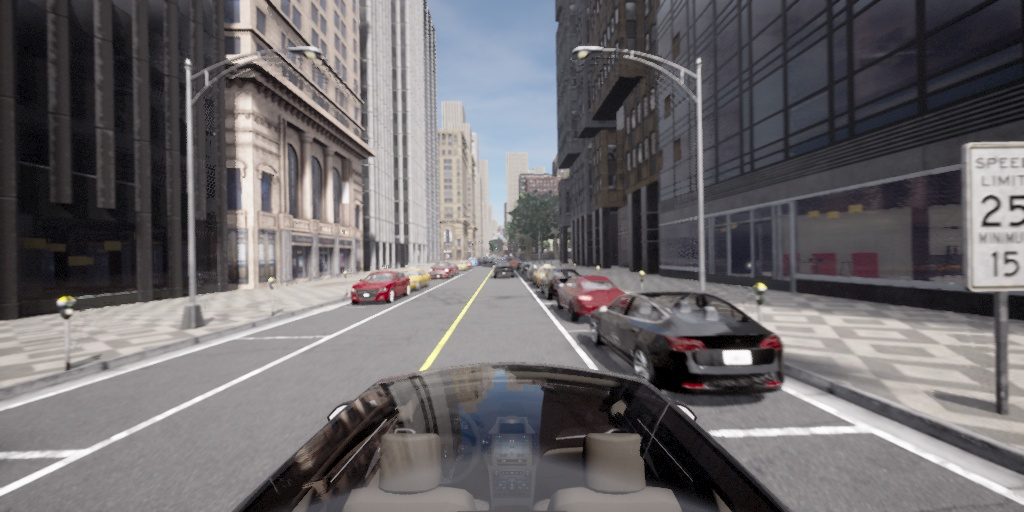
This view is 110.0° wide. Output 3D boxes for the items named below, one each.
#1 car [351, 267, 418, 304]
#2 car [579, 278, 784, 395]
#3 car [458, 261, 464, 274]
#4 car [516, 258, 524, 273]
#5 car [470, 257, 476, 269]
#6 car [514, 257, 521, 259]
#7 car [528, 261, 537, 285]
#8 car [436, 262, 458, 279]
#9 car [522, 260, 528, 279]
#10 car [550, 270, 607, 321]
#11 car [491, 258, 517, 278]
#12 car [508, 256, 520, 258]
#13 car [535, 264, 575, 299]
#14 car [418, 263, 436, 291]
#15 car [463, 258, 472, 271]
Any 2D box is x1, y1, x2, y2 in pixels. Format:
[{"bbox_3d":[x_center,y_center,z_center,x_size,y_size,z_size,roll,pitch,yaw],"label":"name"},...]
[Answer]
[{"bbox_3d":[-6.120,1.389,17.183,1.888,1.381,4.507,0,0,-2],"label":"car"},{"bbox_3d":[2.695,1.267,6.437,1.948,1.339,4.313,0,0,-2],"label":"car"},{"bbox_3d":[-6.707,1.419,39.127,1.802,1.307,4.207,0,0,-2],"label":"car"},{"bbox_3d":[1.814,1.243,39.347,2.007,1.370,4.403,0,0,-2],"label":"car"},{"bbox_3d":[-7.148,1.264,55.585,1.967,1.591,4.097,0,0,-2],"label":"car"},{"bbox_3d":[1.520,1.250,50.317,1.948,1.339,4.313,0,0,-2],"label":"car"},{"bbox_3d":[2.250,1.224,23.062,1.751,1.417,4.829,0,0,-2],"label":"car"},{"bbox_3d":[-6.560,1.280,33.641,1.967,1.591,4.097,0,0,-2],"label":"car"},{"bbox_3d":[2.108,1.248,28.377,2.007,1.370,4.403,0,0,-2],"label":"car"},{"bbox_3d":[2.548,1.282,11.922,1.802,1.307,4.207,0,0,-2],"label":"car"},{"bbox_3d":[-0.754,1.248,33.716,1.837,1.490,4.892,-1,0,-1],"label":"car"},{"bbox_3d":[0.842,1.034,61.054,2.097,1.767,4.553,-1,0,-2],"label":"car"},{"bbox_3d":[2.401,1.265,17.407,1.948,1.339,4.313,0,0,-2],"label":"car"},{"bbox_3d":[-6.262,1.369,22.499,1.751,1.417,4.829,0,0,-2],"label":"car"},{"bbox_3d":[-6.997,1.354,49.929,1.751,1.417,4.829,0,0,-2],"label":"car"}]
